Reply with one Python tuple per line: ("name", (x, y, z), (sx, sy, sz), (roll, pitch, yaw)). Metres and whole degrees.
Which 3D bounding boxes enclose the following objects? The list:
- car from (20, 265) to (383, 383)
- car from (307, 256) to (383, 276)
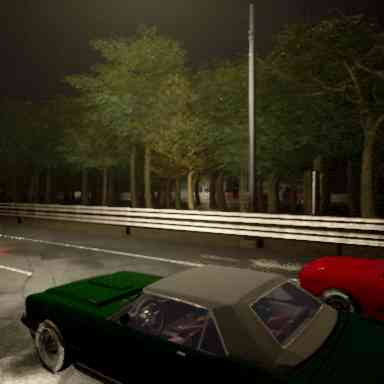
("car", (0.001, 1.594, 3.949), (4.718, 1.301, 1.895), (0, 0, 35))
("car", (4.150, 1.598, 5.300), (4.718, 1.301, 1.895), (0, 0, 35))
